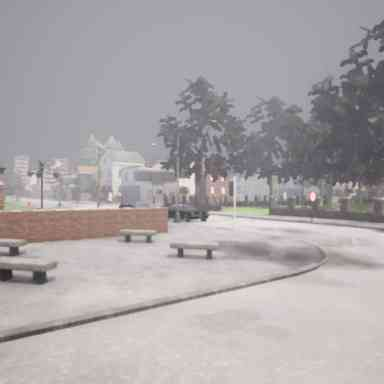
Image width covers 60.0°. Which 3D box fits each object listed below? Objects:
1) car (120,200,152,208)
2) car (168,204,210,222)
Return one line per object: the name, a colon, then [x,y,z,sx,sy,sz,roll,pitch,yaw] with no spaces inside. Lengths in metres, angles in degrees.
car: [-5.877,1.579,34.587,2.128,1.511,4.902,0,0,-35]
car: [-0.623,1.688,27.176,1.895,1.301,4.718,0,0,-35]
